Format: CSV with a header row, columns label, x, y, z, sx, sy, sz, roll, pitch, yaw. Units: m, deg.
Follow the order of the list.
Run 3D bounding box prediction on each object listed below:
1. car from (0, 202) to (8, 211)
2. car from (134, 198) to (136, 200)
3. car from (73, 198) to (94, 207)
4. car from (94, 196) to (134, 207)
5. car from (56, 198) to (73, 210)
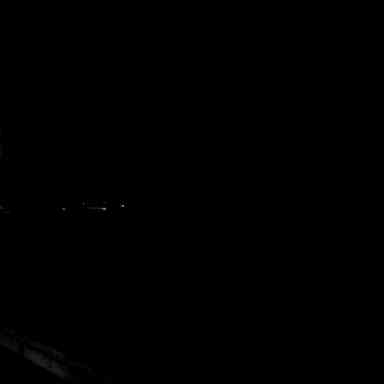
label,x,y,z,sx,sy,sz,roll,pitch,yaw
car,-22.204,1.561,40.674,1.994,1.385,4.181,0,0,38
car,-10.145,1.423,55.654,1.994,1.385,4.181,0,1,38
car,-16.404,1.509,47.878,2.033,1.411,5.357,0,0,39
car,-11.300,1.436,48.632,1.837,1.490,4.892,0,1,39
car,-17.838,1.540,40.508,2.033,1.411,5.357,0,0,39
